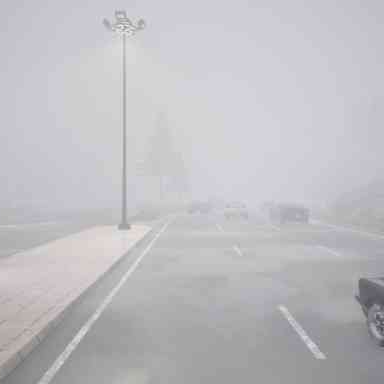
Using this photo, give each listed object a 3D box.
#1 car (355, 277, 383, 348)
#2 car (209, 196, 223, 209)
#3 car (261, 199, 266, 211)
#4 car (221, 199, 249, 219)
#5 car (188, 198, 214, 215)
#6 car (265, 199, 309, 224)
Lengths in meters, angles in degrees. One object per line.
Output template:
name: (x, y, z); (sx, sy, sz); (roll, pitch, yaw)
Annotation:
car: (3.600, 1.600, 3.330); (1.895, 1.301, 4.718); (0, 0, 0)
car: (3.285, 1.352, 44.383); (2.097, 1.767, 4.553); (0, 0, 16)
car: (9.247, 1.526, 39.829); (1.812, 1.442, 4.674); (0, 0, 15)
car: (3.825, 1.601, 29.456); (1.895, 1.301, 4.718); (0, 0, 3)
car: (0.864, 1.601, 34.373); (1.895, 1.301, 4.718); (0, 0, 8)
car: (7.156, 1.477, 24.887); (1.882, 1.535, 5.008); (0, 0, 1)
